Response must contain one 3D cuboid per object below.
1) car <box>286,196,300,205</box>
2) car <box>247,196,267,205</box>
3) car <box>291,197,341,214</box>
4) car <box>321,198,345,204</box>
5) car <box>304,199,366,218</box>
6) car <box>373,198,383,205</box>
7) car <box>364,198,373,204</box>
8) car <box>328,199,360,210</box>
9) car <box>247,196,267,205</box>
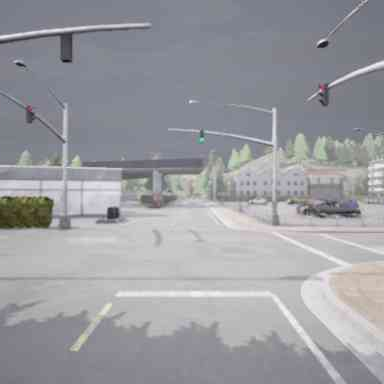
[{"bbox_3d":[21.912,1.746,68.700,4.605,1.855,1.932,0,-1,0],"label":"car"},{"bbox_3d":[14.061,1.740,72.027,3.866,1.878,1.905,0,-1,0],"label":"car"},{"bbox_3d":[13.309,1.661,34.448,5.027,1.636,2.152,0,-1,0],"label":"car"},{"bbox_3d":[31.958,2.026,75.588,4.514,1.523,2.007,0,-1,0],"label":"car"},{"bbox_3d":[13.346,1.642,31.310,4.514,1.523,2.007,0,-1,0],"label":"car"},{"bbox_3d":[39.279,1.806,65.472,5.027,1.636,2.152,0,-1,0],"label":"car"},{"bbox_3d":[38.989,1.941,71.890,3.806,1.475,1.970,0,-1,0],"label":"car"},{"bbox_3d":[21.043,1.769,46.254,3.633,1.501,1.845,0,-1,0],"label":"car"},{"bbox_3d":[13.432,1.994,68.703,3.806,1.475,1.970,0,-1,0],"label":"car"}]
